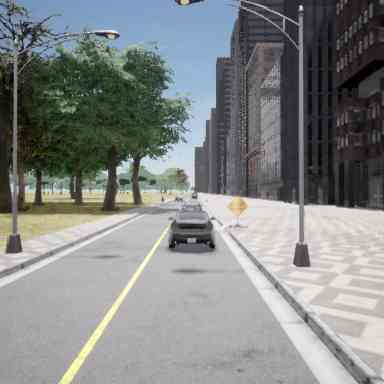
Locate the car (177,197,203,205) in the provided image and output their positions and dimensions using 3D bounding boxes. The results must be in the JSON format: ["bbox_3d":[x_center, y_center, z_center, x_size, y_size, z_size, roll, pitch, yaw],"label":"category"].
[{"bbox_3d":[-0.001,1.506,29.652,2.128,1.511,4.902,0,0,0],"label":"car"}]

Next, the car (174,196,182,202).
[{"bbox_3d":[-3.001,1.602,75.933,1.895,1.301,4.718,0,0,0],"label":"car"}]

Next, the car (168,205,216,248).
[{"bbox_3d":[0.000,1.521,14.651,1.837,1.490,4.892,0,0,0],"label":"car"}]

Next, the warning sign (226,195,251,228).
[{"bbox_3d":[2.706,1.120,19.668,1.300,1.860,1.060,-1,-1,0],"label":"warning sign"}]
